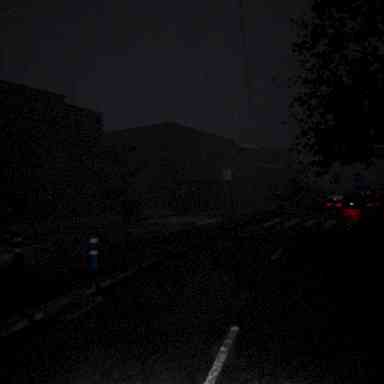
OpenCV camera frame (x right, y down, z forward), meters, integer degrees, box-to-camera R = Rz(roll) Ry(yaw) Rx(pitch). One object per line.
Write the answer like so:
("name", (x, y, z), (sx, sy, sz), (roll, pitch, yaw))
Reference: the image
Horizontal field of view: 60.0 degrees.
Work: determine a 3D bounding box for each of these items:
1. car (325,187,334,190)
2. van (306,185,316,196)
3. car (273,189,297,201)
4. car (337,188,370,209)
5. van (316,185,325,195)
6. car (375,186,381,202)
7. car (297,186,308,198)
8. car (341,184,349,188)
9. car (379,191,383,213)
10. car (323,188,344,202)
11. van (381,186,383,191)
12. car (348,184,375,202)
("car", (27.335, -0.195, 69.556), (2.002, 1.452, 4.674), (-2, 0, 39))
("van", (20.473, -0.118, 60.689), (1.878, 1.987, 4.442), (-2, 1, 37))
("car", (14.157, 0.480, 51.758), (2.097, 1.535, 5.008), (-2, 1, 35))
("car", (15.358, 0.724, 31.498), (1.837, 1.490, 4.892), (-2, 1, 31))
("van", (23.802, -0.297, 65.112), (1.878, 1.987, 4.442), (-2, 1, 38))
("car", (18.726, 0.376, 27.731), (5.566, 2.045, 2.435), (-2, 1, 31))
("car", (17.280, 0.326, 56.274), (2.163, 1.488, 4.792), (-2, 1, 36))
("car", (38.069, -0.844, 82.189), (2.435, 2.045, 5.566), (-2, 0, 43))
("car", (14.564, 0.846, 20.611), (4.892, 1.521, 2.231), (-2, 1, 30))
("car", (18.673, 0.560, 42.541), (1.895, 1.301, 4.718), (-2, 1, 34))
("van", (17.228, 0.478, 25.429), (4.442, 1.987, 1.878), (-2, 1, 30))
("car", (21.118, 0.114, 40.846), (2.150, 2.045, 5.566), (-2, 1, 34))
